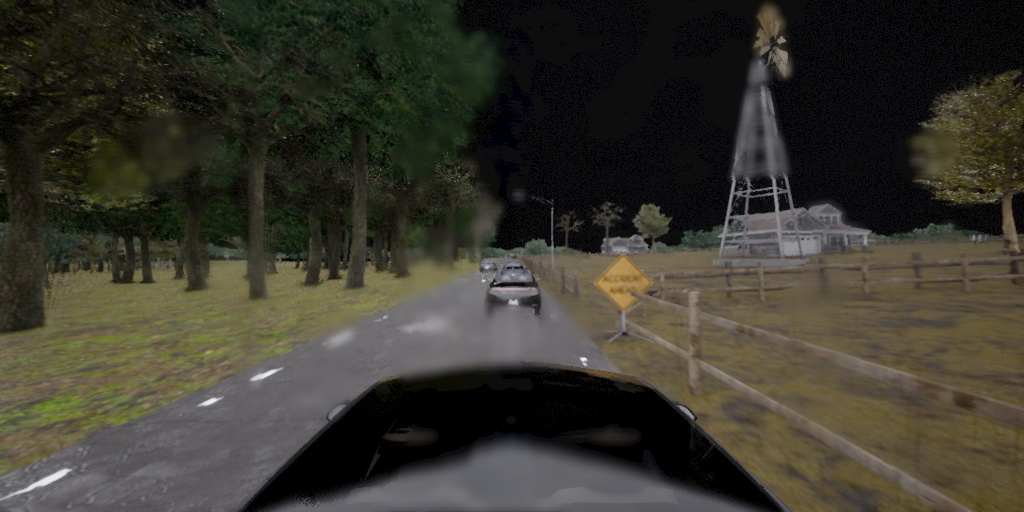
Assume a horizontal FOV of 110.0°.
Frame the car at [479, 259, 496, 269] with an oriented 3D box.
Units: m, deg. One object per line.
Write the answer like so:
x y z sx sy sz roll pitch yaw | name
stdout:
-2.826 1.124 42.779 2.128 1.511 4.902 0 0 0 | car

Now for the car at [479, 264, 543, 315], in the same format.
0.087 1.228 13.450 2.128 1.511 4.902 0 0 0 | car

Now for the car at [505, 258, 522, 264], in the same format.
0.095 1.184 29.274 2.128 1.511 4.902 0 0 0 | car

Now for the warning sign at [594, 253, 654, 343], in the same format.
2.453 0.860 7.883 1.300 1.860 1.060 0 0 0 | warning sign
